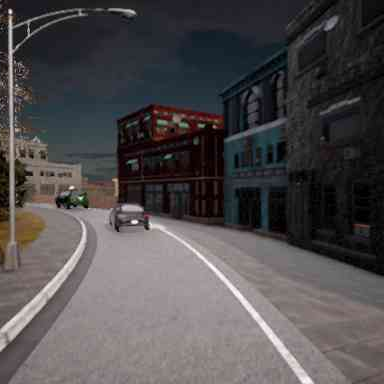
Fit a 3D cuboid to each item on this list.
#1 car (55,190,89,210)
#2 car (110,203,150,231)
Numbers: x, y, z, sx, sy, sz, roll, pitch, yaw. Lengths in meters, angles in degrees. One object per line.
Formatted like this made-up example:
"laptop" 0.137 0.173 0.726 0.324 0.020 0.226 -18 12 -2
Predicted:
"car" -12.926 0.780 35.782 2.150 2.045 5.566 0 1 -38
"car" -3.653 1.329 19.123 1.812 1.442 4.674 0 1 -19
